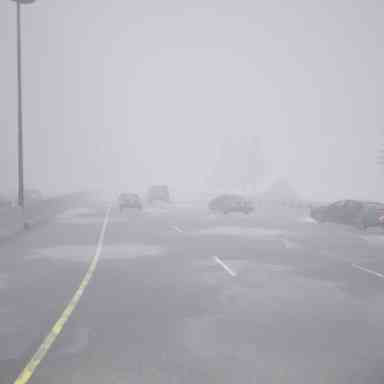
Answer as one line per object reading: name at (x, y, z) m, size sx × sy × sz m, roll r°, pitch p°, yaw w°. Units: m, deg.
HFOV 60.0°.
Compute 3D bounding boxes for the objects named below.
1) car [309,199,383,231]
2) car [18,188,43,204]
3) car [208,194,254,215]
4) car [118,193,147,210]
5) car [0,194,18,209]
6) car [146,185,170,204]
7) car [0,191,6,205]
car at (8.387, 1.084, 17.184) m, size 2.033 × 1.411 × 5.357 m, roll 0°, pitch 2°, yaw -15°
car at (-18.145, 0.441, 37.136) m, size 2.097 × 1.767 × 4.553 m, roll 0°, pitch 2°, yaw -13°
car at (2.803, 0.879, 25.159) m, size 2.033 × 1.411 × 5.357 m, roll 0°, pitch 2°, yaw -15°
car at (-5.466, 0.780, 29.212) m, size 2.033 × 1.411 × 5.357 m, roll 0°, pitch 2°, yaw -13°
car at (-15.603, 0.884, 26.205) m, size 1.812 × 1.442 × 4.674 m, roll 0°, pitch 2°, yaw -13°
car at (-3.977, 0.212, 38.371) m, size 2.150 × 2.045 × 5.566 m, roll 0°, pitch 2°, yaw -13°
car at (-21.018, 0.669, 33.956) m, size 2.033 × 1.411 × 5.357 m, roll 0°, pitch 2°, yaw -13°
